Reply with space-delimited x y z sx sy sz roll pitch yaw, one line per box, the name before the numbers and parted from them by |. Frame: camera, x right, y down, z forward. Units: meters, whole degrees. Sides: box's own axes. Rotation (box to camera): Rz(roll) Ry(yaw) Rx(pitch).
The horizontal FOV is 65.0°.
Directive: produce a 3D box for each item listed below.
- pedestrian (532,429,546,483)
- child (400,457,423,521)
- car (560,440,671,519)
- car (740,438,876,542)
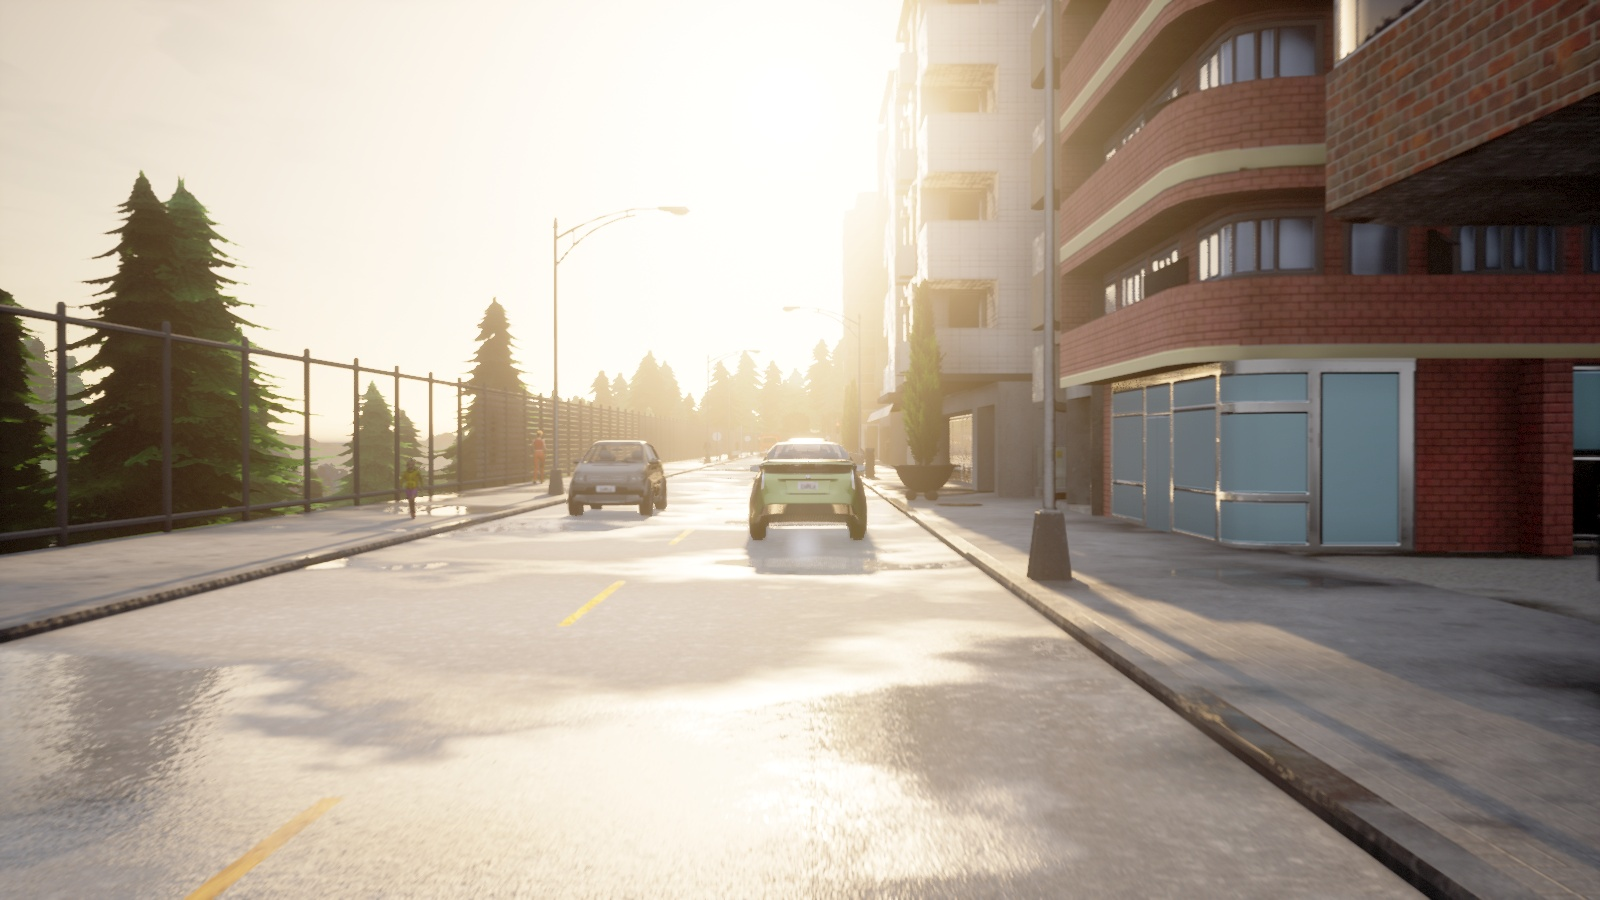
pedestrian | -8.875 0.209 42.690 0.345 1.836 0.594 0 0 2
child | -7.055 0.702 22.808 0.299 1.160 0.473 0 0 -3
car | -3.835 0.572 26.625 1.789 1.549 3.705 0 0 0
car | 0.131 0.576 20.784 2.007 1.525 4.514 0 0 0
